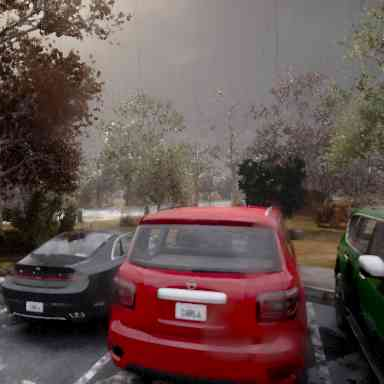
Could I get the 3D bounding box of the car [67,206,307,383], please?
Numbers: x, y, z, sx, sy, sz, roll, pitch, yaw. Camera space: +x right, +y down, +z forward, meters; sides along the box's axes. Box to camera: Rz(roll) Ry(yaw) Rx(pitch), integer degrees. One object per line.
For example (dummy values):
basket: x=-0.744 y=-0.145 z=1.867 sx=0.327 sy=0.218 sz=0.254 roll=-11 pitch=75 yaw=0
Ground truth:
car: x=0.690 y=1.242 z=5.664 sx=2.435 sy=2.045 sz=5.566 roll=0 pitch=-1 yaw=15

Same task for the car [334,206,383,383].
car: x=3.106 y=1.241 z=3.880 sx=2.435 sy=2.045 sz=5.566 roll=1 pitch=-1 yaw=15

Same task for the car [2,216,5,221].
car: x=-22.081 y=2.421 z=37.853 sx=2.097 sy=1.767 sz=4.553 roll=1 pitch=-3 yaw=-22

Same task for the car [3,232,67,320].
car: x=-1.746 y=1.495 z=7.345 sx=2.231 sy=1.521 sz=4.892 roll=0 pitch=-1 yaw=15
